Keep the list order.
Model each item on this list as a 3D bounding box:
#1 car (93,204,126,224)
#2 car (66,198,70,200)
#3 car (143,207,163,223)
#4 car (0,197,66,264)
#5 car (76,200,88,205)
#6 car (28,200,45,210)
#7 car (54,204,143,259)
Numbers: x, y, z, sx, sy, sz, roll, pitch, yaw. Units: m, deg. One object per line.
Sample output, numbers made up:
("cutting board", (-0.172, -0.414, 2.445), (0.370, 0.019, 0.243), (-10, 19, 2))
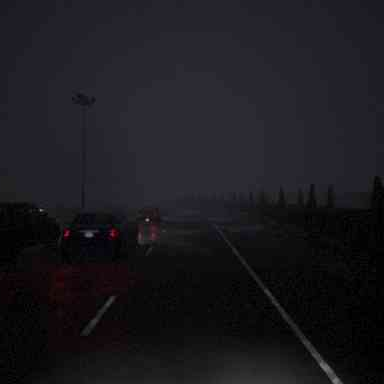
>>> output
("car", (-7.042, 1.857, 28.864), (1.812, 1.442, 4.674), (0, 0, -1))
("car", (-22.313, 2.193, 56.289), (2.033, 1.411, 5.357), (0, -1, -17))
("car", (-3.526, 1.925, 28.213), (1.895, 1.301, 4.718), (0, -1, -1))
("car", (-6.987, 1.370, 12.543), (2.150, 2.045, 5.566), (0, 0, 0))
("car", (-19.196, 2.155, 57.802), (2.128, 1.511, 4.902), (0, -1, -18))
("car", (-25.555, 2.133, 54.712), (1.837, 1.490, 4.892), (1, -1, -18))
("car", (-3.477, 1.506, 13.395), (2.097, 1.767, 4.553), (0, -1, 0))
